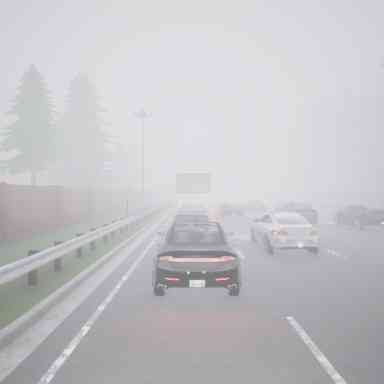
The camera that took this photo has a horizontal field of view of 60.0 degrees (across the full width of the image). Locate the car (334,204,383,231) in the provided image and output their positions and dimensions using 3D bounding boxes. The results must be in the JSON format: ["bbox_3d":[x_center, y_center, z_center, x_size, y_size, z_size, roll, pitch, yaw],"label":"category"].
[{"bbox_3d":[10.595,1.502,20.827,1.837,1.490,4.892,0,-1,0],"label":"car"}]

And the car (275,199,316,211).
[{"bbox_3d":[7.095,1.490,23.032,2.128,1.511,4.902,0,0,0],"label":"car"}]

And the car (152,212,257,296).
[{"bbox_3d":[0.098,1.491,8.621,2.128,1.511,4.902,0,0,0],"label":"car"}]

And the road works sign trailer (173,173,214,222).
[{"bbox_3d":[0.064,0.464,22.970,2.380,3.560,2.880,0,0,-2],"label":"road works sign trailer"}]

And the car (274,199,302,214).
[{"bbox_3d":[10.589,1.526,36.968,1.812,1.442,4.674,0,0,0],"label":"car"}]

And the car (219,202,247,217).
[{"bbox_3d":[3.592,1.601,30.973,1.895,1.301,4.718,0,0,0],"label":"car"}]

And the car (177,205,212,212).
[{"bbox_3d":[0.091,1.474,19.050,1.882,1.535,5.008,0,0,4],"label":"car"}]

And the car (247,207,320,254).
[{"bbox_3d":[3.597,1.525,13.358,1.812,1.442,4.674,0,0,0],"label":"car"}]

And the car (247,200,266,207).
[{"bbox_3d":[7.089,1.563,37.792,1.994,1.385,4.181,0,0,0],"label":"car"}]
